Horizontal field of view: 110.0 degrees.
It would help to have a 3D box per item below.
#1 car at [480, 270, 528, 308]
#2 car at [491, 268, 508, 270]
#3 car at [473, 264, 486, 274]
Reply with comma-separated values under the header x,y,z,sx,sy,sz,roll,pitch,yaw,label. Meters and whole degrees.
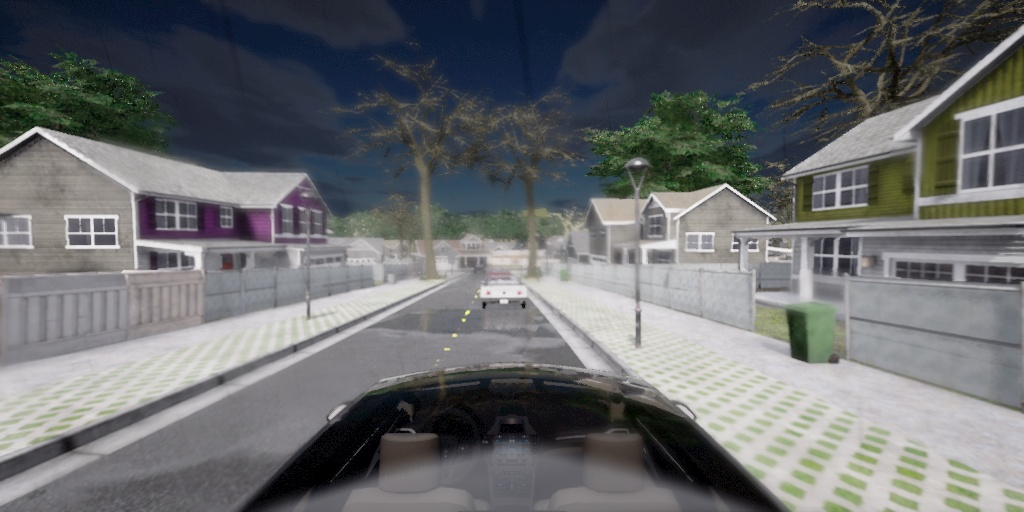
x,y,z,sx,sy,sz,roll,pitch,yaw,label
-0.396,1.489,16.036,1.895,1.301,4.718,0,-1,-2,car
-1.073,1.676,31.043,1.895,1.301,4.718,0,-1,-3,car
-4.884,1.957,54.476,2.033,1.411,5.357,0,-1,-3,car
